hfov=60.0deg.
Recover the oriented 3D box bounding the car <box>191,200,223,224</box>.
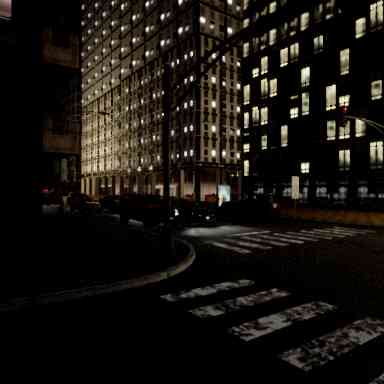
[{"bbox_3d":[-0.524,1.203,20.905,1.837,1.490,4.892,0,1,-36],"label":"car"}]

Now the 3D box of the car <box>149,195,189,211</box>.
[{"bbox_3d":[-2.363,1.069,33.281,1.947,1.339,4.313,1,0,-36],"label":"car"}]

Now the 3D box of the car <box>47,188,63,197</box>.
[{"bbox_3d":[-28.500,0.099,69.141,1.967,1.590,4.097,1,0,-36],"label":"car"}]

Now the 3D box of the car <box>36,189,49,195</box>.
[{"bbox_3d":[-35.039,-0.011,78.107,1.887,1.381,4.507,1,0,-36],"label":"car"}]

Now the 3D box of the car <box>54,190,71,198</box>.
[{"bbox_3d":[-25.236,0.309,64.660,1.887,1.381,4.507,1,0,-36],"label":"car"}]

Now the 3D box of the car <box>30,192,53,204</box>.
[{"bbox_3d":[-18.898,0.752,41.738,1.802,1.307,4.206,2,0,-36],"label":"car"}]

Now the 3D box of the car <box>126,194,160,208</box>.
[{"bbox_3d":[-5.631,0.965,37.764,1.947,1.339,4.313,1,0,-36],"label":"car"}]

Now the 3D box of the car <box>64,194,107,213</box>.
[{"bbox_3d":[-9.098,1.067,28.294,1.802,1.307,4.206,2,0,-36],"label":"car"}]

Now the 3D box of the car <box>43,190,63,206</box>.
[{"bbox_3d":[-15.631,0.827,37.257,2.008,1.369,4.403,2,0,-36],"label":"car"}]

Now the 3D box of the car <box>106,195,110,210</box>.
[{"bbox_3d":[-6.757,0.991,29.459,2.128,1.511,4.902,0,1,-36],"label":"car"}]

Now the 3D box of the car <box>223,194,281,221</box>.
[{"bbox_3d":[4.178,1.026,24.315,2.192,1.841,5.009,1,0,-36],"label":"car"}]

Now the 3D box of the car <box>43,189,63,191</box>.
[{"bbox_3d":[-25.516,0.382,60.618,1.994,1.385,4.181,0,1,-36],"label":"car"}]

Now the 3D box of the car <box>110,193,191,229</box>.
[{"bbox_3d":[-2.557,1.008,19.330,2.192,1.841,5.009,2,0,-36],"label":"car"}]

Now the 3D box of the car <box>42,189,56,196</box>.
[{"bbox_3d":[-31.771,0.096,73.625,1.887,1.381,4.507,1,0,-36],"label":"car"}]

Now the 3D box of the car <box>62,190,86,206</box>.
[{"bbox_3d":[-12.824,0.810,37.799,1.837,1.490,4.892,0,1,-36],"label":"car"}]
